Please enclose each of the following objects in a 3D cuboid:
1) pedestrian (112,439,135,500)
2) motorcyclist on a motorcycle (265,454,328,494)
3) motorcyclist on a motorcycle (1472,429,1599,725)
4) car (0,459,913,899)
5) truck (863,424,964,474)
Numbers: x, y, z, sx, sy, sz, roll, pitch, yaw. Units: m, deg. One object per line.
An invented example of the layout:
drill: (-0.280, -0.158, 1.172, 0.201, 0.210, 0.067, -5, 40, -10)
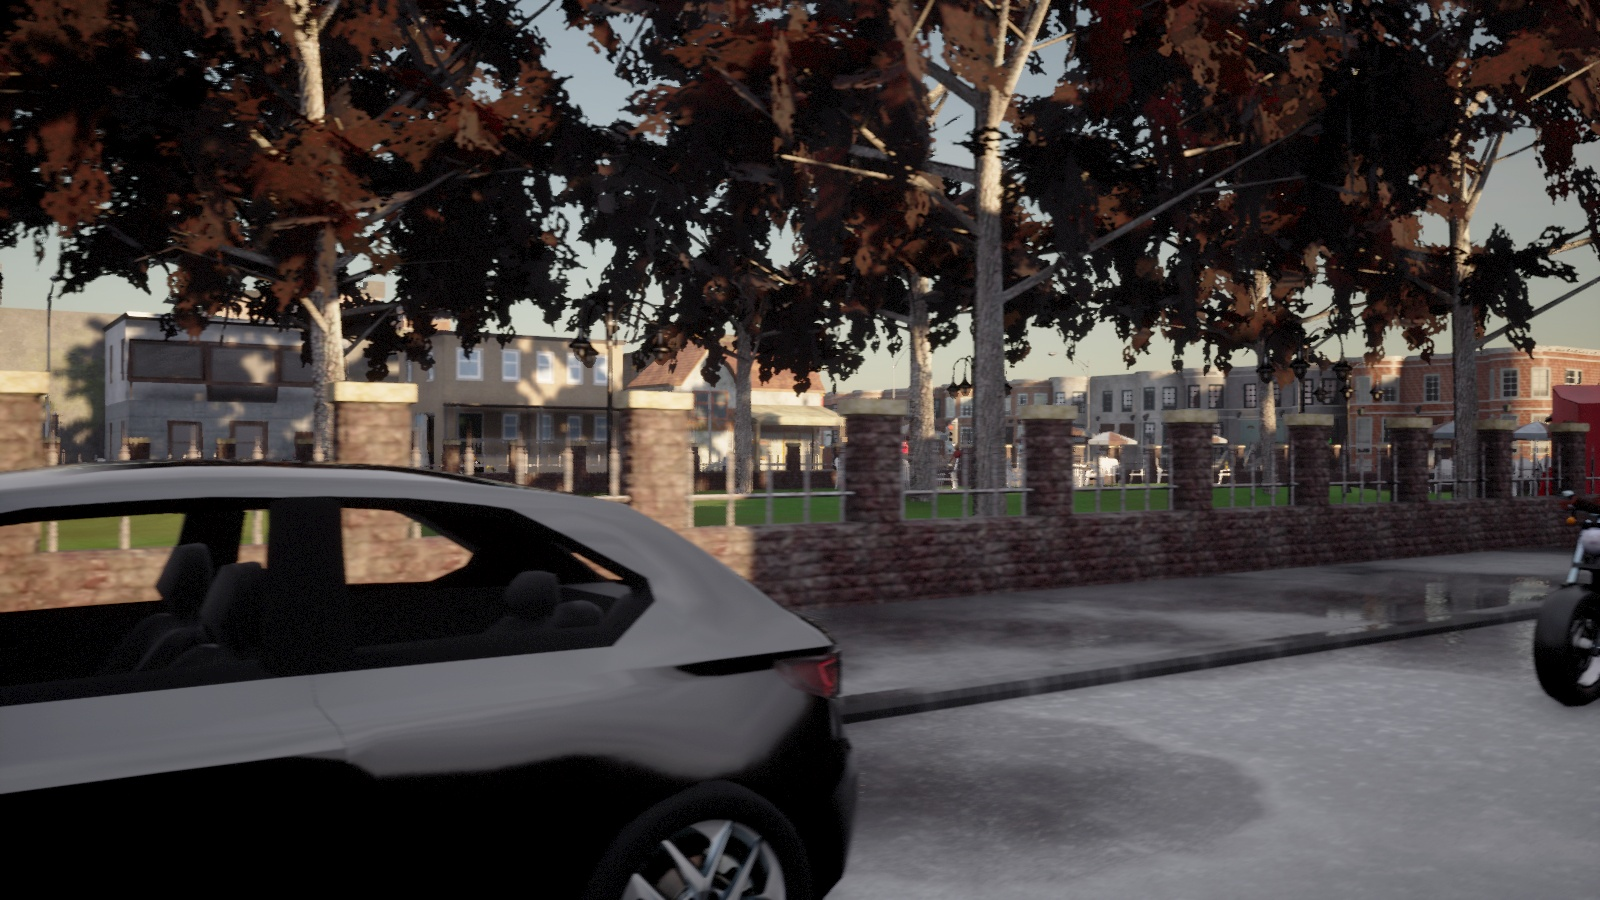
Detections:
pedestrian: (-20.737, 0.593, 38.490, 0.594, 1.836, 0.345, 0, 0, -35)
motorcyclist on a motorcycle: (-20.171, 0.946, 50.290, 2.191, 1.530, 0.866, 0, 0, -35)
motorcyclist on a motorcycle: (5.230, 0.704, 7.918, 2.350, 1.649, 0.766, 0, 0, -35)
car: (-1.936, 0.770, 2.921, 4.193, 1.474, 1.816, 0, 0, -35)
truck: (8.118, -0.031, 90.763, 2.891, 3.462, 7.936, 0, 0, -35)
